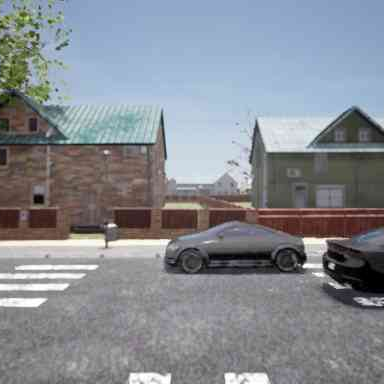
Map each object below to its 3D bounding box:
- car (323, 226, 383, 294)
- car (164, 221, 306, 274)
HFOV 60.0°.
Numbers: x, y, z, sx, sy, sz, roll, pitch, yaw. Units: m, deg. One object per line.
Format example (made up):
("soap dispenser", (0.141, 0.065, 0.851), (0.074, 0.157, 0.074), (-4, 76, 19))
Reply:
("car", (5.471, 1.407, 7.129), (5.008, 1.535, 1.882), (-1, -1, 1))
("car", (1.250, 1.602, 10.161), (4.181, 1.385, 1.994), (-1, -1, 1))
